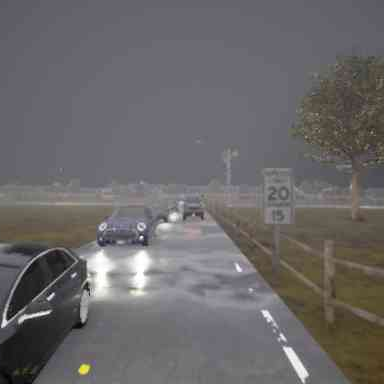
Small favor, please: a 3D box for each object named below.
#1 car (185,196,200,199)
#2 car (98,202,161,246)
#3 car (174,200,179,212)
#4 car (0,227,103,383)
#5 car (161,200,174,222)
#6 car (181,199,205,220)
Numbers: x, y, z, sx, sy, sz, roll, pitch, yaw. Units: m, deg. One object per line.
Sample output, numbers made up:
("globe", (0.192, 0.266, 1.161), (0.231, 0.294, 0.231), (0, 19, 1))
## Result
("car", (0.052, 1.437, 39.845), (2.150, 2.045, 5.566), (0, 0, 0))
("car", (-2.836, 1.410, 15.416), (2.097, 1.767, 4.553), (0, 0, 0))
("car", (-2.711, 1.741, 43.527), (2.128, 1.511, 4.902), (0, -1, 0))
("car", (-2.624, 1.513, 4.147), (1.837, 1.490, 4.892), (0, 1, -3))
("car", (-2.816, 1.634, 27.532), (1.837, 1.490, 4.892), (0, -1, 0))
("car", (0.126, 1.645, 29.469), (1.837, 1.490, 4.892), (0, 0, 0))
